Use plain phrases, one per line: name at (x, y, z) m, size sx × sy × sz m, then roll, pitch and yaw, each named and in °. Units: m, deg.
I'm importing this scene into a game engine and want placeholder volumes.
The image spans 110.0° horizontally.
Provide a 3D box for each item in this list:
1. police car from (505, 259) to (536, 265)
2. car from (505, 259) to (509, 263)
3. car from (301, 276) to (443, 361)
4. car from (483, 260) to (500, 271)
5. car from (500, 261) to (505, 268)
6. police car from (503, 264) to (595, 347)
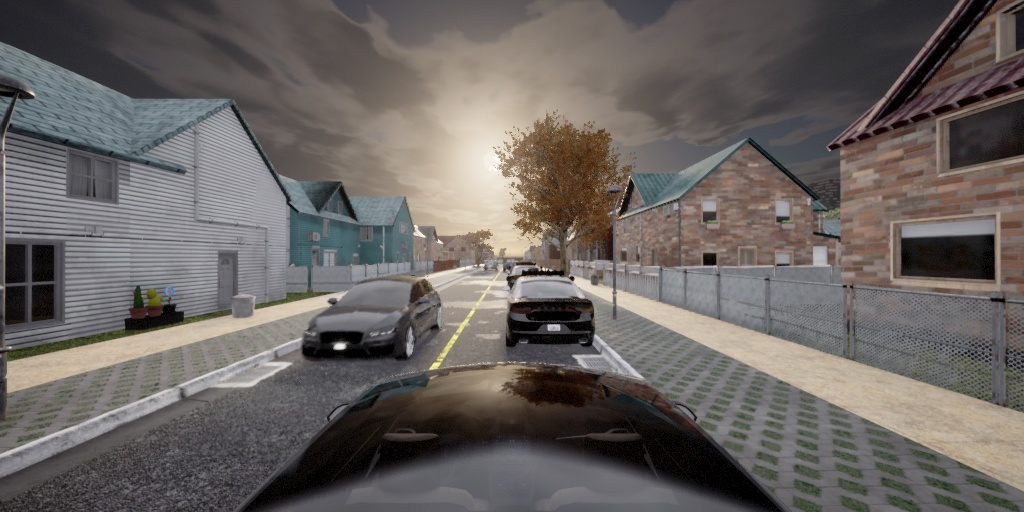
police car at (0.760, 1.184, 19.489) m, size 1.930 × 1.638 × 5.238 m, roll 0°, pitch 0°, yaw 0°
car at (0.737, 1.113, 25.349) m, size 2.097 × 1.767 × 4.553 m, roll 0°, pitch 0°, yaw 0°
car at (-2.873, 1.257, 8.398) m, size 1.837 × 1.490 × 4.892 m, roll 0°, pitch 0°, yaw 0°
car at (-3.029, 1.365, 51.205) m, size 2.128 × 1.511 × 4.902 m, roll 0°, pitch 0°, yaw 0°
car at (-0.133, 1.213, 49.086) m, size 2.097 × 1.767 × 4.553 m, roll 0°, pitch 0°, yaw 0°
police car at (0.798, 1.178, 9.489) m, size 1.930 × 1.638 × 5.238 m, roll 0°, pitch 0°, yaw 0°
